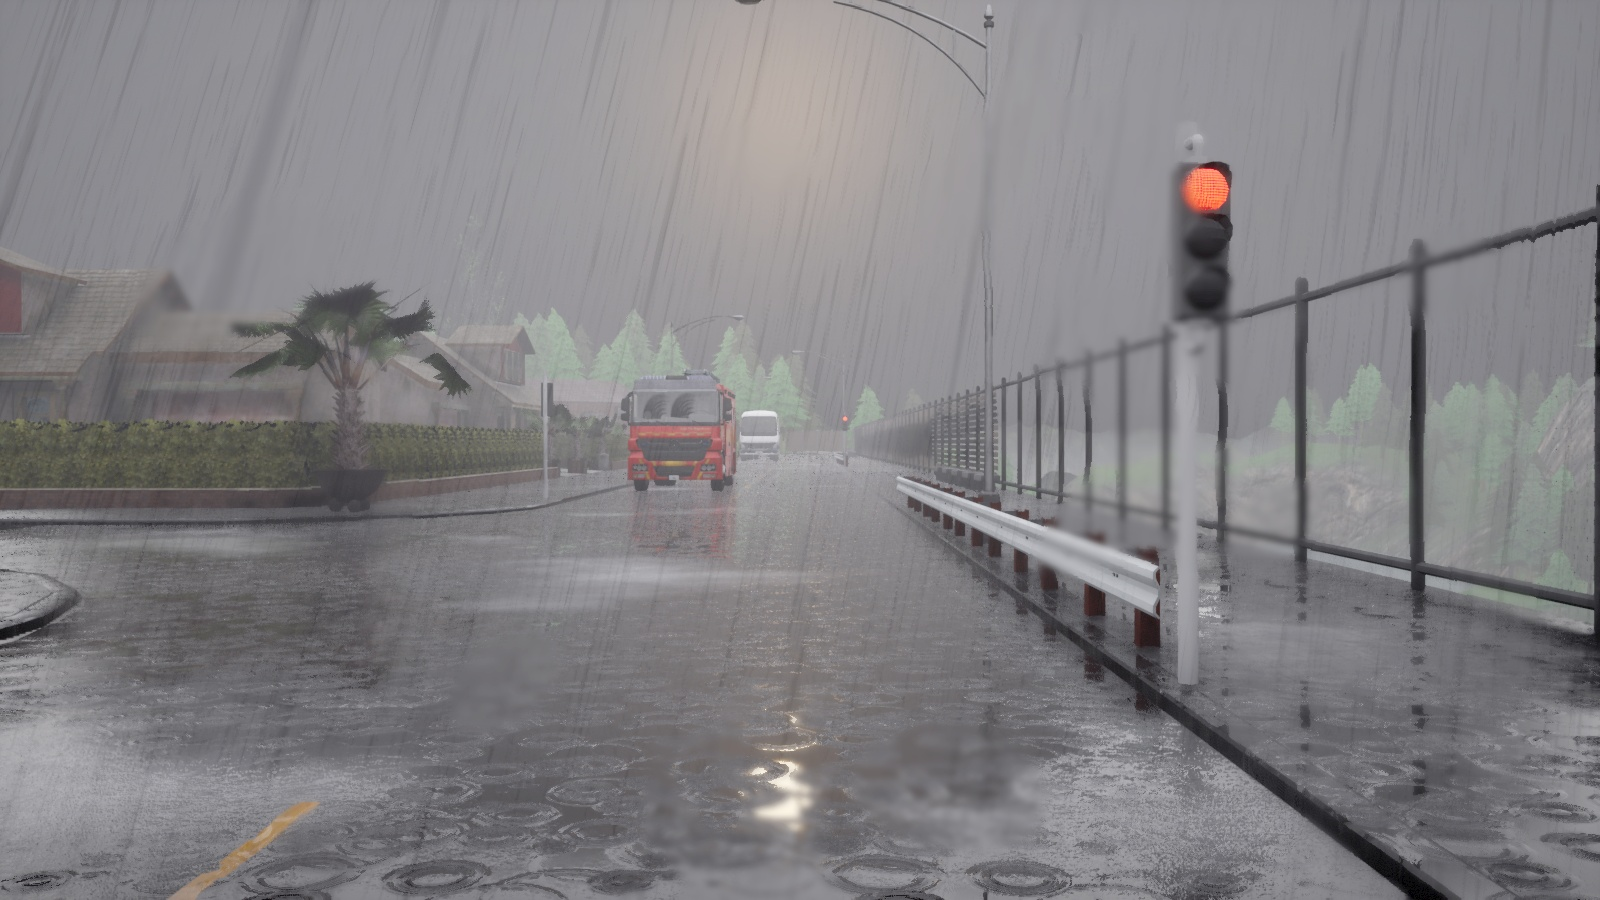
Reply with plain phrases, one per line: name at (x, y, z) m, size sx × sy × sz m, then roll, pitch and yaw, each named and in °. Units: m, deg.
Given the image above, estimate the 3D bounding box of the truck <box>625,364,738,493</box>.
truck at (-3.747, -0.656, 41.568) m, size 2.891 × 3.827 × 8.468 m, roll 0°, pitch 0°, yaw 0°
